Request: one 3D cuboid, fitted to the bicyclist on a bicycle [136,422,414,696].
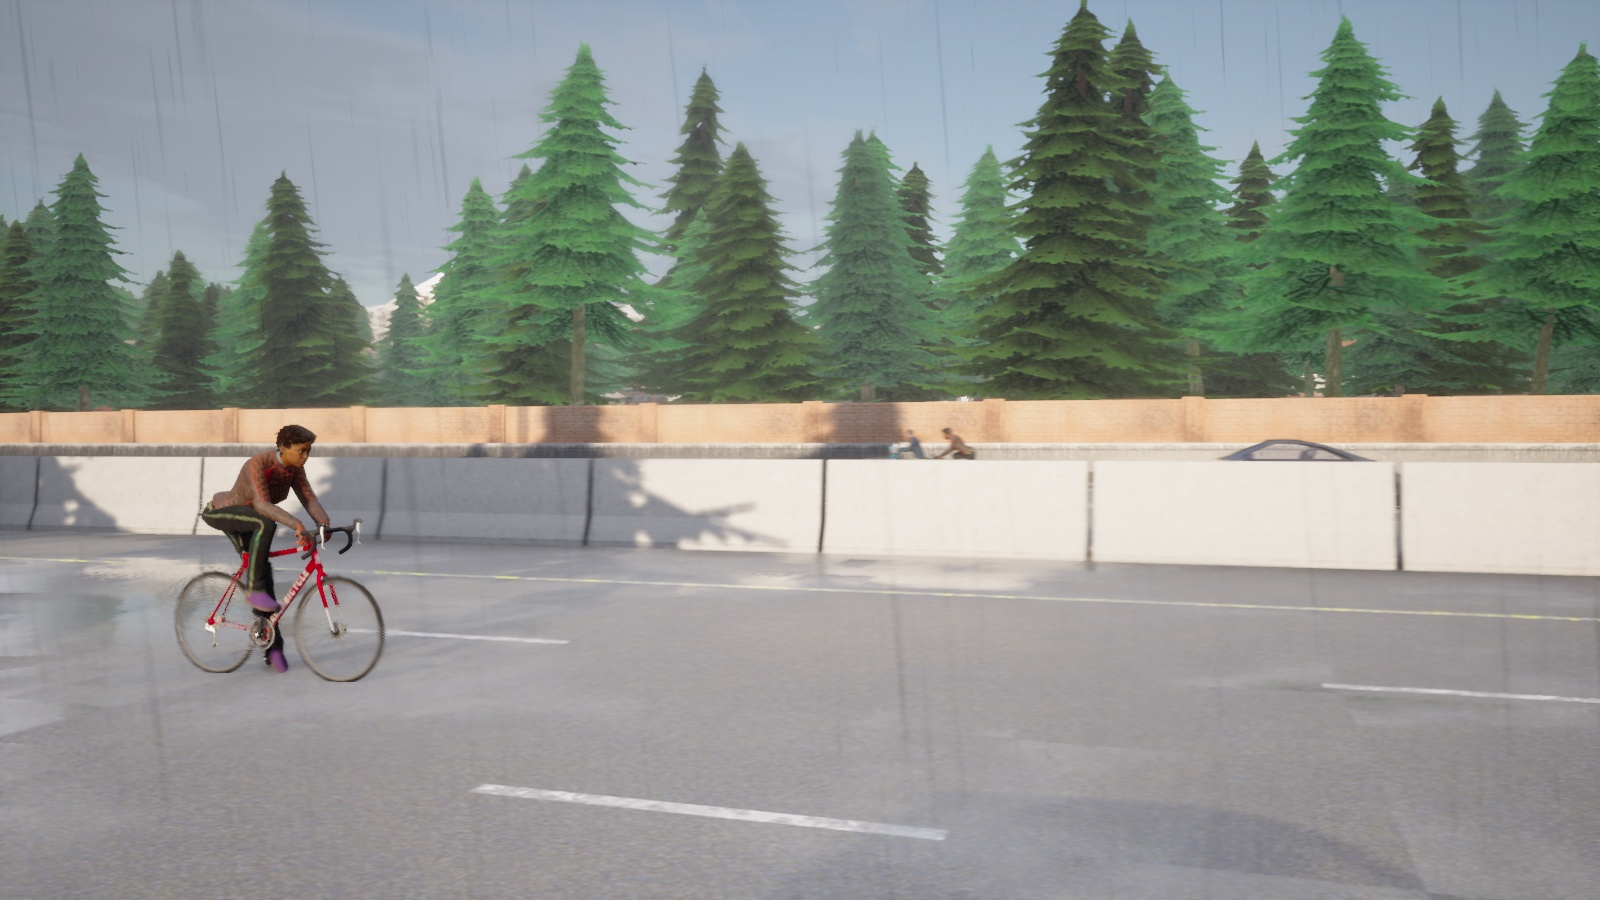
[{"bbox_3d":[-3.349,0.638,8.012,1.656,1.620,0.582,1,1,19],"label":"bicyclist on a bicycle"}]

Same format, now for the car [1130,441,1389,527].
[{"bbox_3d":[8.167,0.559,22.601,4.181,1.385,1.994,1,1,19],"label":"car"}]
